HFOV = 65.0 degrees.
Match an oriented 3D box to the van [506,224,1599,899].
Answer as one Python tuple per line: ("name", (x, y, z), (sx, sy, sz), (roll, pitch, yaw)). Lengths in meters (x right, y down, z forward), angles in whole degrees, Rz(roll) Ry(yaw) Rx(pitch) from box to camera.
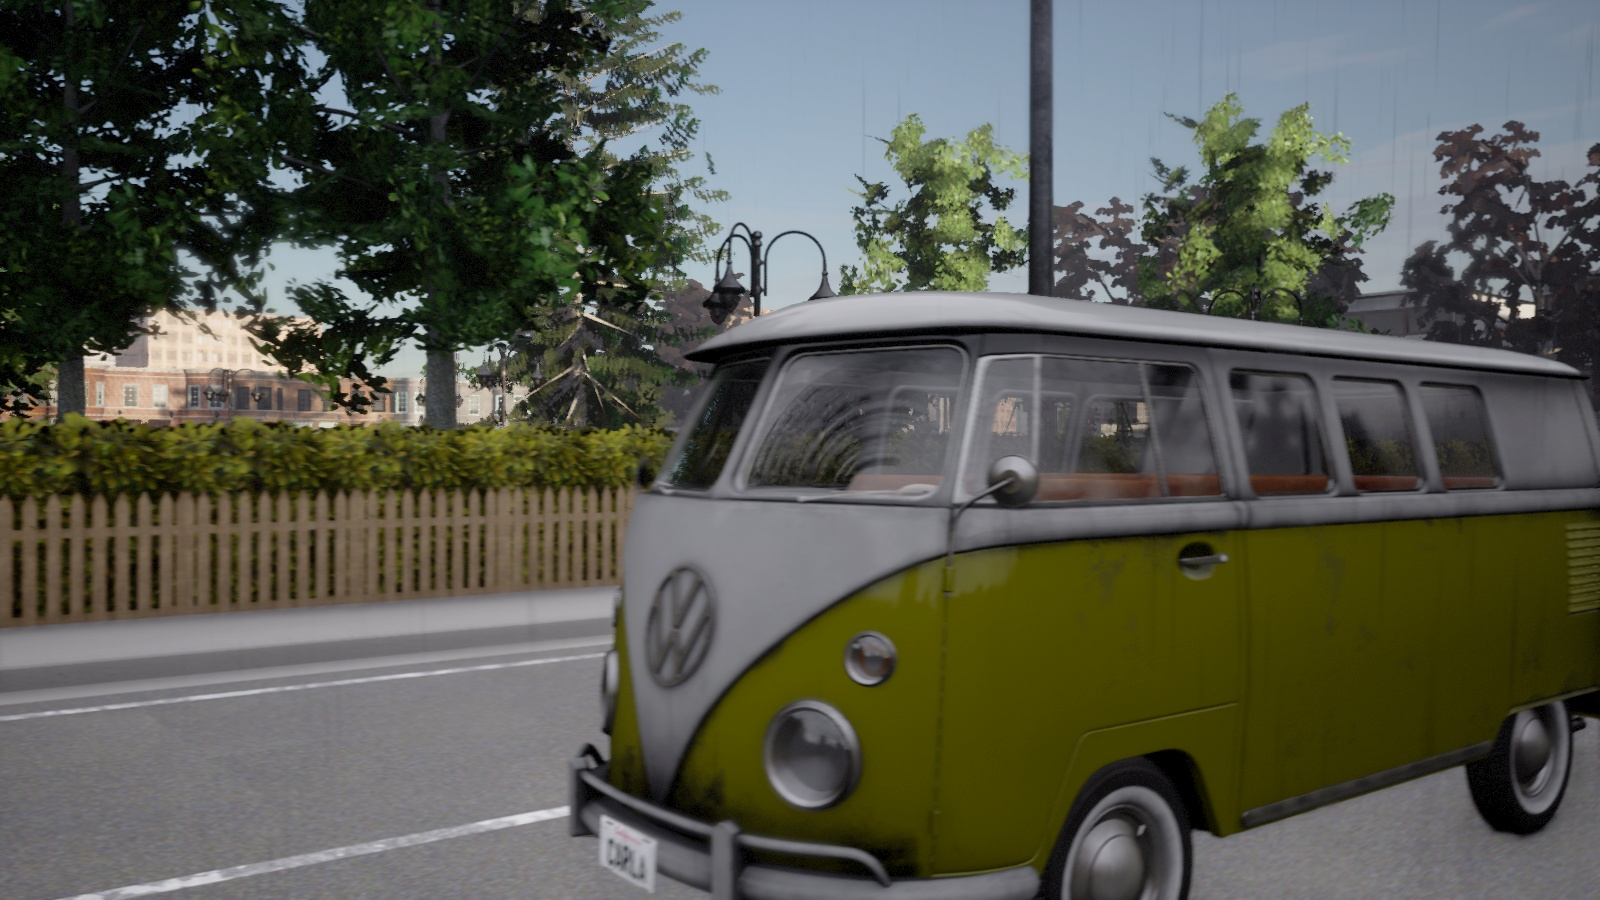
("van", (1.344, 0.508, 4.749), (4.442, 1.987, 1.775), (0, 0, -37))
